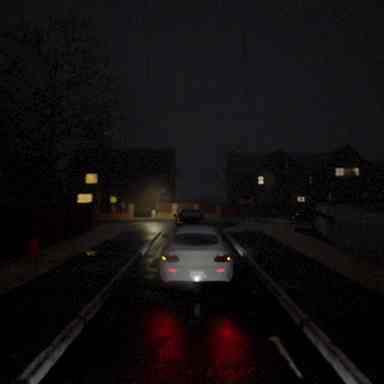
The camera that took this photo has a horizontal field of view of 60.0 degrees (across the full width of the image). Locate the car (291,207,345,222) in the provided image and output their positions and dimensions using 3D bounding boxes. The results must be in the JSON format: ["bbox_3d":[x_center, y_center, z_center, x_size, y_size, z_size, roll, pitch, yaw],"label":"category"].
[{"bbox_3d":[11.442,1.836,28.776,5.357,1.411,2.033,0,-2,1],"label":"car"}]

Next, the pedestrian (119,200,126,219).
[{"bbox_3d":[-6.712,1.702,31.932,0.375,1.860,0.375,0,-1,1],"label":"pedestrian"}]

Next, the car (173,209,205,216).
[{"bbox_3d":[-0.146,1.740,19.861,1.812,1.442,4.674,0,-1,-3],"label":"car"}]

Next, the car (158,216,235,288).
[{"bbox_3d":[0.104,1.629,9.419,1.812,1.442,4.674,0,-1,0],"label":"car"}]
